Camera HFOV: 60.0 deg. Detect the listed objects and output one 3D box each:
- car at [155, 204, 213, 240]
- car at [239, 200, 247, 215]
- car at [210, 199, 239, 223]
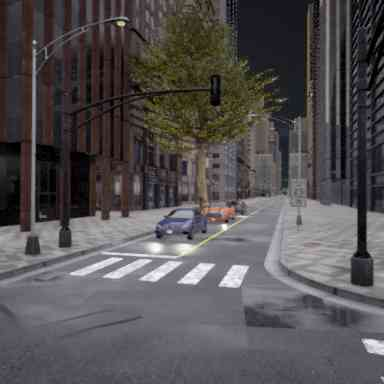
[{"bbox_3d":[-0.415,1.620,17.922,1.812,1.442,4.674,0,0,16],"label":"car"},{"bbox_3d":[5.059,1.715,37.197,1.837,1.490,4.892,0,0,16],"label":"car"},{"bbox_3d":[2.228,1.497,27.240,2.097,1.767,4.553,0,0,16],"label":"car"}]
